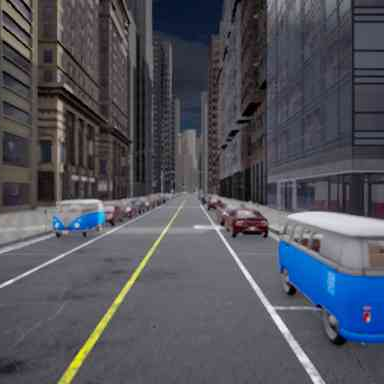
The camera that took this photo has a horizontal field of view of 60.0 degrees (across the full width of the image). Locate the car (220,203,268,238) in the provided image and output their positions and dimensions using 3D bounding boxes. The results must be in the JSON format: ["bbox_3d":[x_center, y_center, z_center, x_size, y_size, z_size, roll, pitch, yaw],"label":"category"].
[{"bbox_3d":[2.739,1.504,17.293,1.887,1.381,4.507,0,0,0],"label":"car"}]

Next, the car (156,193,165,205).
[{"bbox_3d":[-5.840,1.200,50.878,2.192,1.841,5.009,0,0,0],"label":"car"}]

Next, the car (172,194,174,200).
[{"bbox_3d":[-5.886,1.357,78.717,1.752,1.417,4.829,0,0,0],"label":"car"}]

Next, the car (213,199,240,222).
[{"bbox_3d":[2.730,1.386,22.894,1.967,1.590,4.097,0,0,0],"label":"car"}]

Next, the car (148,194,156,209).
[{"bbox_3d":[-5.822,1.350,39.675,1.967,1.590,4.097,0,0,0],"label":"car"}]

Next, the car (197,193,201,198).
[{"bbox_3d":[2.657,1.400,67.711,2.008,1.369,4.403,0,0,0],"label":"car"}]

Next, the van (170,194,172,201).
[{"bbox_3d":[-5.876,1.182,73.285,1.690,1.788,3.998,0,0,0],"label":"van"}]

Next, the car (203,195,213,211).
[{"bbox_3d":[2.703,1.453,39.700,1.887,1.381,4.507,0,0,0],"label":"car"}]

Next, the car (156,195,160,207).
[{"bbox_3d":[-5.832,1.464,45.277,1.947,1.339,4.313,0,0,0],"label":"car"}]

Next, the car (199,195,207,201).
[{"bbox_3d":[2.639,1.411,78.915,1.802,1.307,4.206,0,0,0],"label":"car"}]

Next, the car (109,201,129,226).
[{"bbox_3d":[-5.795,1.531,22.870,1.802,1.307,4.206,0,0,0],"label":"car"}]

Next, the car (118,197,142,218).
[{"bbox_3d":[-5.804,1.376,28.472,1.967,1.590,4.097,0,0,0],"label":"car"}]

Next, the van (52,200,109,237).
[{"bbox_3d":[-5.786,1.303,17.268,1.690,1.788,3.998,0,0,0],"label":"van"}]

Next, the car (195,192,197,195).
[{"bbox_3d":[2.630,1.135,84.517,2.192,1.841,5.009,0,0,0],"label":"car"}]

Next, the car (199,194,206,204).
[{"bbox_3d":[2.675,1.437,56.507,1.947,1.339,4.313,0,0,0],"label":"car"}]

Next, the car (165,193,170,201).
[{"bbox_3d":[-5.858,1.177,62.082,2.192,1.841,5.009,0,0,0],"label":"car"}]

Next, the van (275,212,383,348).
[{"bbox_3d":[2.758,1.326,6.087,1.690,1.788,3.998,0,0,0],"label":"van"}]

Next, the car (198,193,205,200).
[{"bbox_3d":[2.666,1.426,62.109,1.947,1.339,4.313,0,0,0],"label":"car"}]

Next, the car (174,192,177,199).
[{"bbox_3d":[-5.904,1.254,90.091,1.967,1.590,4.097,0,0,0],"label":"car"}]

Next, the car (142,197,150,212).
[{"bbox_3d":[-5.814,1.489,34.074,1.947,1.339,4.313,0,0,0],"label":"car"}]
